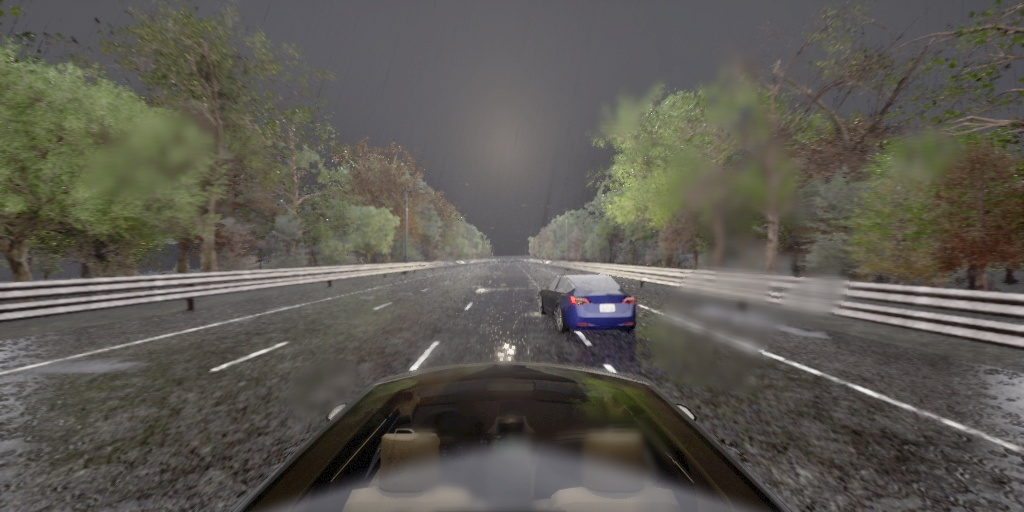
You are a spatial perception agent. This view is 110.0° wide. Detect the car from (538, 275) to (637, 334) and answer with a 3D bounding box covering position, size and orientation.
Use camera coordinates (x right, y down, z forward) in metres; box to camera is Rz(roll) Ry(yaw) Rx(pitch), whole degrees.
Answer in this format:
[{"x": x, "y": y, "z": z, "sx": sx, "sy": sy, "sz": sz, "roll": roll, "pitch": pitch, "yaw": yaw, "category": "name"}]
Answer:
[{"x": 2.056, "y": 1.288, "z": 10.829, "sx": 2.163, "sy": 1.488, "sz": 4.792, "roll": 0, "pitch": 0, "yaw": -5, "category": "car"}]
